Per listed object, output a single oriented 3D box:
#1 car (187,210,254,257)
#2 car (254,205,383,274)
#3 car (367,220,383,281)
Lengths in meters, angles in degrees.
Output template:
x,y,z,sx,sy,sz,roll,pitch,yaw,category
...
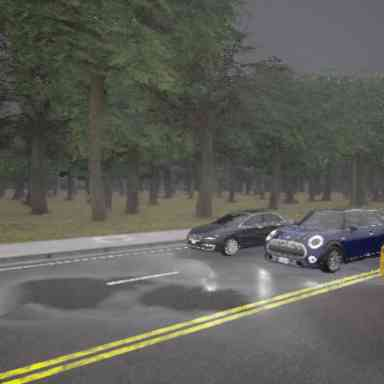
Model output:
x,y,z,sx,sy,sz,roll,pitch,yaw,category
2.076,1.482,12.939,4.892,1.490,1.837,0,0,-34,car
4.452,1.324,10.605,4.553,1.767,2.097,0,0,-33,car
6.492,1.446,7.879,5.008,1.535,1.882,0,0,-33,car
